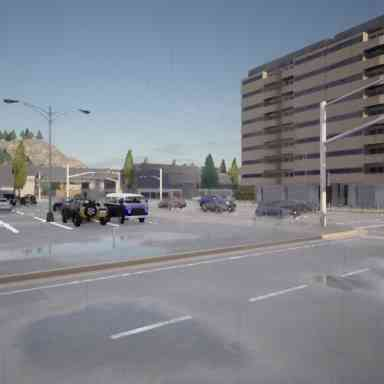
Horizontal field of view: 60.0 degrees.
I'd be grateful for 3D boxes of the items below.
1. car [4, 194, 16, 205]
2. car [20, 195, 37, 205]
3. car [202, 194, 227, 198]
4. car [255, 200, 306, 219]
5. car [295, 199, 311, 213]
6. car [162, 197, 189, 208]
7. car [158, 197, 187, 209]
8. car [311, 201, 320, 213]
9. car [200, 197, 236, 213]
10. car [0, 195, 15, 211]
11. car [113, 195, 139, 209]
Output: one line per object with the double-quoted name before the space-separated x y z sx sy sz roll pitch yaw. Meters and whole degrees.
"car" -29.647 1.214 53.738 1.905 1.878 3.866 0 0 -35
"car" -27.251 1.212 55.363 1.932 1.855 4.605 0 0 -35
"car" 3.223 1.286 42.617 2.150 2.045 5.566 0 0 -35
"car" 7.721 1.627 30.250 1.994 1.385 4.181 0 0 -35
"car" 9.113 1.612 34.330 2.033 1.411 5.357 0 0 -35
"car" -2.612 1.569 50.850 1.837 1.490 4.892 0 0 -35
"car" -2.915 1.627 45.219 1.994 1.385 4.181 0 0 -35
"car" 11.813 1.557 36.919 2.128 1.511 4.902 0 0 -35
"car" 2.854 1.627 37.102 1.994 1.385 4.181 0 0 -35
"car" -21.786 1.452 37.907 1.970 1.475 3.806 0 0 -35
"car" -11.424 1.664 57.324 1.895 1.301 4.718 0 0 -35
